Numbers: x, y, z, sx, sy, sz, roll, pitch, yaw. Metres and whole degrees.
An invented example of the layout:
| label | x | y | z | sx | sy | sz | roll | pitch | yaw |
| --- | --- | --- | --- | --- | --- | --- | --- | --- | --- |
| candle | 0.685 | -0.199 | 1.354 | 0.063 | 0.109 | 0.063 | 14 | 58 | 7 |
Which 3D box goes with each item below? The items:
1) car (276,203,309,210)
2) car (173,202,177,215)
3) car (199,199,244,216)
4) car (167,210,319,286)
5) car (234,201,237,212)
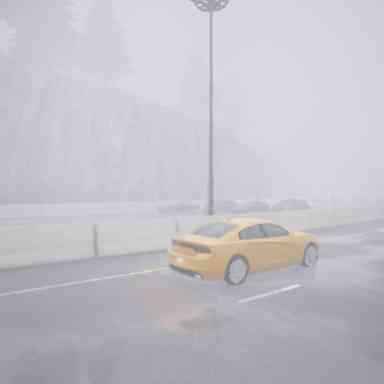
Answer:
| label | x | y | z | sx | sy | sz | roll | pitch | yaw |
| --- | --- | --- | --- | --- | --- | --- | --- | --- | --- |
| car | 8.755 | 1.393 | 29.842 | 4.553 | 1.767 | 2.097 | 0 | 0 | -44 |
| car | -1.378 | 1.656 | 34.685 | 4.718 | 1.301 | 1.895 | 0 | 0 | -43 |
| car | 3.134 | 1.556 | 34.139 | 4.892 | 1.490 | 1.837 | 0 | 0 | -44 |
| car | 1.671 | 1.492 | 9.564 | 5.008 | 1.535 | 1.882 | 0 | 0 | -37 |
| car | 5.782 | 1.524 | 31.832 | 5.008 | 1.535 | 1.882 | 0 | 0 | -44 |
